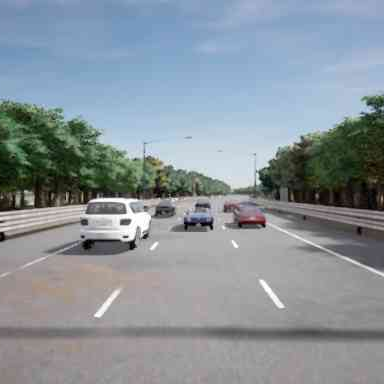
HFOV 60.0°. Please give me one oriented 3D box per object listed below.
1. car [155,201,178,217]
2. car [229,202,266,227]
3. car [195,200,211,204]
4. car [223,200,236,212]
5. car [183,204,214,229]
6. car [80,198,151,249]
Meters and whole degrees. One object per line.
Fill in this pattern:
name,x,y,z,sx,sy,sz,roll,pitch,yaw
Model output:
car,-2.559,1.675,33.478,1.837,1.490,4.892,0,0,3
car,4.030,1.686,23.803,1.994,1.385,4.181,0,0,2
car,1.346,1.692,40.556,1.882,1.535,5.008,0,0,4
car,4.956,1.752,42.317,1.812,1.442,4.674,0,0,4
car,0.471,1.714,22.351,1.895,1.301,4.718,0,0,2
car,-3.233,1.297,15.025,2.150,2.045,5.566,0,0,1
